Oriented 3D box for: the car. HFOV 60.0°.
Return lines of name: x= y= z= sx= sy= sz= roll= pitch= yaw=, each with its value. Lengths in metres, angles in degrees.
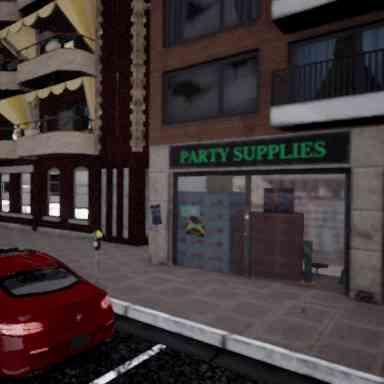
car: x=-2.949 y=1.512 z=4.976 sx=4.206 sy=1.307 sz=1.802 roll=1 pitch=1 yaw=35
